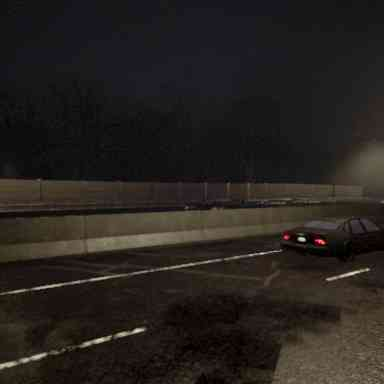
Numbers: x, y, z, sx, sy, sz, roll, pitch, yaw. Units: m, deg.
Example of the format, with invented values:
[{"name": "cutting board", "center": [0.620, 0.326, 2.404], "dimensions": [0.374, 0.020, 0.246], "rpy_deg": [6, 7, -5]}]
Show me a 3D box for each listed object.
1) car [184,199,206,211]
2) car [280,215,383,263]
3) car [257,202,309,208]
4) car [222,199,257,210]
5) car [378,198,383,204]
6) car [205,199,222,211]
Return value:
[{"name": "car", "center": [1.451, 1.495, 35.118], "dimensions": [4.902, 1.511, 2.128], "rpy_deg": [0, 0, -35]}, {"name": "car", "center": [5.517, 1.547, 11.986], "dimensions": [5.357, 1.411, 2.033], "rpy_deg": [0, 0, -35]}, {"name": "car", "center": [8.073, 1.551, 26.948], "dimensions": [5.357, 1.411, 2.033], "rpy_deg": [0, 0, -35]}, {"name": "car", "center": [5.132, 1.567, 29.146], "dimensions": [4.181, 1.385, 1.994], "rpy_deg": [0, 0, -35]}, {"name": "car", "center": [34.641, 1.550, 58.675], "dimensions": [4.674, 1.442, 1.812], "rpy_deg": [0, 0, -35]}, {"name": "car", "center": [4.135, 1.495, 32.734], "dimensions": [4.902, 1.511, 2.128], "rpy_deg": [0, 0, -35]}]
